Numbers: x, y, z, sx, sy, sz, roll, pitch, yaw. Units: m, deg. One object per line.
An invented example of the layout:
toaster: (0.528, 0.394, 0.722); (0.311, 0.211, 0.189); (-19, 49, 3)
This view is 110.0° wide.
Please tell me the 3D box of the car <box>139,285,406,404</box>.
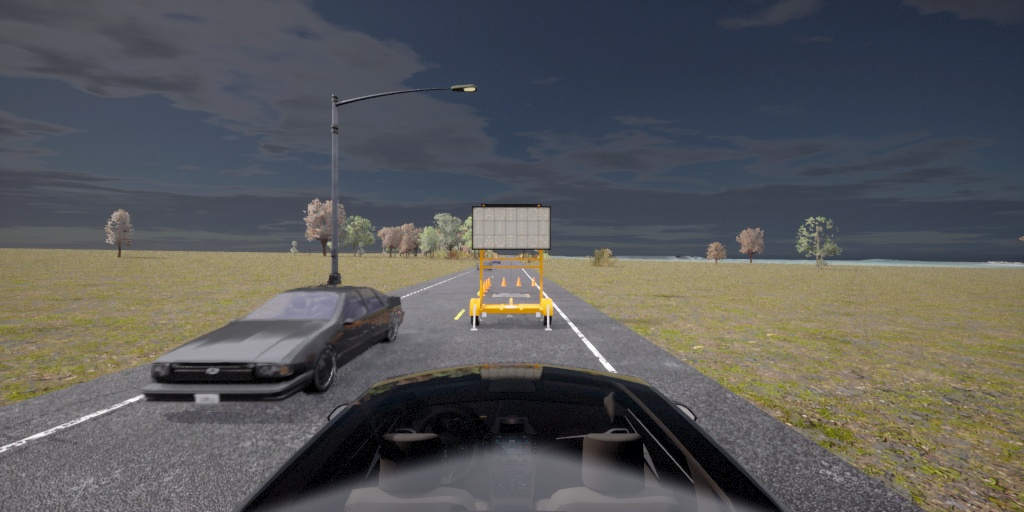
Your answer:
car: (-3.611, 1.297, 6.901); (2.033, 1.411, 5.357); (0, 0, 0)

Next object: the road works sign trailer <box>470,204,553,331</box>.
road works sign trailer: (-0.022, 0.215, 11.030); (2.380, 3.560, 2.880); (0, 0, 0)

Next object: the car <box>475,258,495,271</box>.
car: (-3.711, 1.259, 47.913); (1.837, 1.490, 4.892); (0, 0, 0)
